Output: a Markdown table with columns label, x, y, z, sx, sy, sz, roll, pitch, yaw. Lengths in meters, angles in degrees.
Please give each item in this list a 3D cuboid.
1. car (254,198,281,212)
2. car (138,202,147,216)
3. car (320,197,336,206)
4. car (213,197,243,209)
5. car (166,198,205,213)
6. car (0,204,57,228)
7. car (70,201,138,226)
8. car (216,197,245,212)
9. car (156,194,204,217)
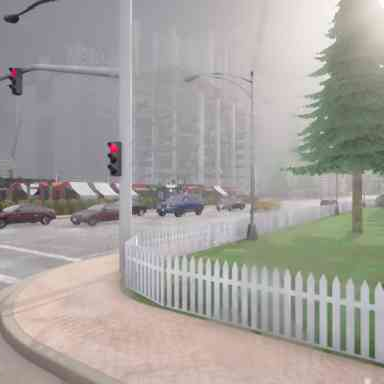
| label | x | y | z | sx | sy | sz | roll | pitch | yaw |
| --- | --- | --- | --- | --- | --- | --- | --- | --- | --- |
| car | 9.083 | 1.474 | 39.713 | 1.882 | 1.535 | 5.008 | 0 | 0 | 34 |
| car | -6.196 | 1.472 | 29.914 | 1.882 | 1.535 | 5.008 | 0 | 0 | 34 |
| car | 21.080 | 1.523 | 51.264 | 1.812 | 1.442 | 4.674 | 0 | 0 | 34 |
| car | 5.160 | 1.486 | 46.696 | 2.128 | 1.511 | 4.902 | 0 | 0 | 34 |
| car | -0.654 | 1.486 | 38.128 | 2.128 | 1.511 | 4.902 | 0 | 0 | 34 |
| car | -11.415 | 1.521 | 22.169 | 1.812 | 1.442 | 4.674 | 0 | 0 | 36 |
| car | -6.300 | 1.521 | 23.458 | 1.812 | 1.442 | 4.674 | 0 | 0 | 34 |
| car | 4.645 | 1.487 | 39.718 | 2.128 | 1.511 | 4.902 | 0 | 0 | 34 |
| car | -0.990 | 1.217 | 31.378 | 2.150 | 2.045 | 5.566 | 0 | 0 | 34 |
